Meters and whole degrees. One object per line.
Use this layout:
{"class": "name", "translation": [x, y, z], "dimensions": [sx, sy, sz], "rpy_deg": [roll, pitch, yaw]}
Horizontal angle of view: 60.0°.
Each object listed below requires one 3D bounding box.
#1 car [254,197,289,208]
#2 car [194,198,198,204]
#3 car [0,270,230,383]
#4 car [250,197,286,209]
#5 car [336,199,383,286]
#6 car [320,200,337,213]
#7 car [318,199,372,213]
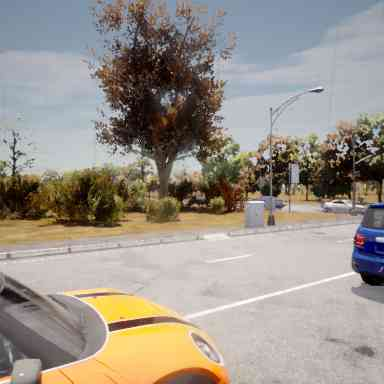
{"class": "car", "translation": [11.349, 1.485, 47.829], "dimensions": [2.128, 1.511, 4.902], "rpy_deg": [0, 0, -33]}
{"class": "car", "translation": [1.621, 1.500, 56.411], "dimensions": [2.033, 1.411, 5.357], "rpy_deg": [0, 0, -34]}
{"class": "car", "translation": [-1.857, 1.352, 2.421], "dimensions": [4.553, 1.767, 2.097], "rpy_deg": [0, 0, -36]}
{"class": "car", "translation": [9.719, 1.474, 43.871], "dimensions": [1.882, 1.535, 5.008], "rpy_deg": [0, 0, -32]}
{"class": "car", "translation": [6.186, 1.221, 8.170], "dimensions": [5.566, 2.045, 2.150], "rpy_deg": [0, 0, -35]}
{"class": "car", "translation": [15.684, 1.526, 34.046], "dimensions": [1.812, 1.442, 4.674], "rpy_deg": [0, 0, -29]}
{"class": "car", "translation": [17.490, 1.547, 38.321], "dimensions": [2.033, 1.411, 5.357], "rpy_deg": [0, 0, -35]}
